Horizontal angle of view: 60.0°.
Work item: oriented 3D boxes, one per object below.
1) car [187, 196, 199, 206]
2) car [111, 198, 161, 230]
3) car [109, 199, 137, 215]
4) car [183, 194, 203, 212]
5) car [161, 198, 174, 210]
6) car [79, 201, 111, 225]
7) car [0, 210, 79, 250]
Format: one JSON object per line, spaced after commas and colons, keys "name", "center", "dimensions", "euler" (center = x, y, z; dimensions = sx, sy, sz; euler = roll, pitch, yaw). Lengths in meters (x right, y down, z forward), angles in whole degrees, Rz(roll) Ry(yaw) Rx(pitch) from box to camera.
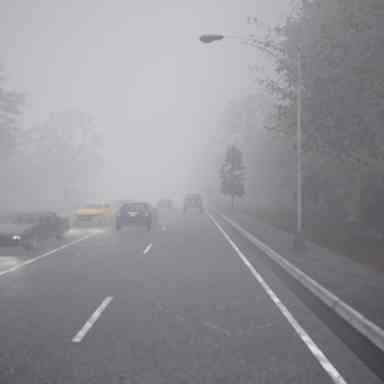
{"name": "car", "center": [0.112, 1.465, 54.709], "dimensions": [1.882, 1.535, 5.008], "euler": [0, 0, 0]}
{"name": "car", "center": [-3.394, 1.347, 21.207], "dimensions": [2.097, 1.767, 4.553], "euler": [0, 0, 0]}
{"name": "car", "center": [-6.991, 1.497, 34.271], "dimensions": [1.837, 1.490, 4.892], "euler": [0, 0, 0]}
{"name": "car", "center": [0.109, 1.208, 38.859], "dimensions": [2.150, 2.045, 5.566], "euler": [0, -1, 0]}
{"name": "car", "center": [-3.387, 1.495, 42.466], "dimensions": [1.837, 1.490, 4.892], "euler": [0, 0, 0]}
{"name": "car", "center": [-6.994, 1.472, 24.314], "dimensions": [1.882, 1.535, 5.008], "euler": [0, 0, 0]}
{"name": "car", "center": [-7.032, 1.544, 14.536], "dimensions": [2.033, 1.411, 5.357], "euler": [0, 0, 1]}
